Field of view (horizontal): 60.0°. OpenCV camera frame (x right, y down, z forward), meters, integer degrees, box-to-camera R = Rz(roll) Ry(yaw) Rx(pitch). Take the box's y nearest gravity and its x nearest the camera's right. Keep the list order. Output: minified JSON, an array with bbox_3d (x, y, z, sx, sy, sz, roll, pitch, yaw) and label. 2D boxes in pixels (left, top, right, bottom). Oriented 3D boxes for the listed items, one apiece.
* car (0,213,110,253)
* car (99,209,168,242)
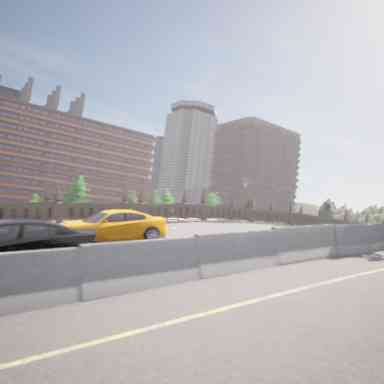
[{"bbox_3d":[-5.042,1.482,8.981,5.008,1.535,1.882,0,0,-35],"label":"car"},{"bbox_3d":[-3.443,1.507,14.404,5.008,1.535,1.882,0,0,-35],"label":"car"}]
